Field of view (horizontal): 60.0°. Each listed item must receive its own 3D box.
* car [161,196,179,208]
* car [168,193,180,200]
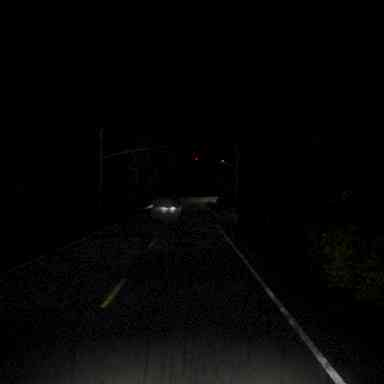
[{"bbox_3d":[-3.560,1.678,51.253,1.994,1.385,4.181,0,0,0],"label":"car"},{"bbox_3d":[-3.490,0.988,66.595,2.150,2.045,5.566,0,0,0],"label":"car"}]
